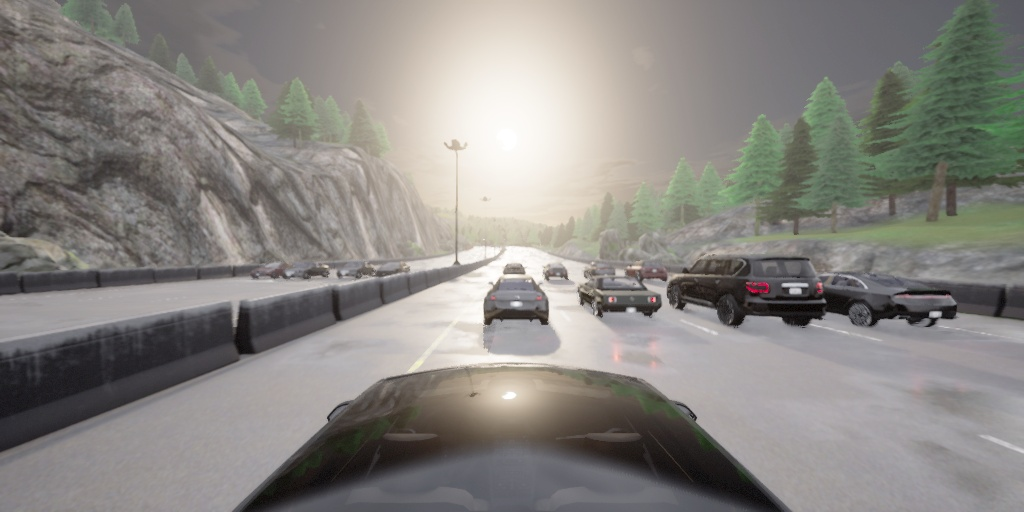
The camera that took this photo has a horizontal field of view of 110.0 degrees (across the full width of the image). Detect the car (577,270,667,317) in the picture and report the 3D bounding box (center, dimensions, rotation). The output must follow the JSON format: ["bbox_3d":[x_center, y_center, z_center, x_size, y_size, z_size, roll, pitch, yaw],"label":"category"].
[{"bbox_3d":[3.632,1.357,13.109,1.895,1.301,4.718,0,0,0],"label":"car"}]

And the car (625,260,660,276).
[{"bbox_3d":[10.682,1.119,28.964,2.097,1.767,4.553,0,0,0],"label":"car"}]

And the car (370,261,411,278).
[{"bbox_3d":[-10.428,1.221,31.758,1.882,1.535,5.008,0,0,1],"label":"car"}]

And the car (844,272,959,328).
[{"bbox_3d":[10.627,1.256,11.413,2.128,1.511,4.902,0,0,0],"label":"car"}]

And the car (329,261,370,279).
[{"bbox_3d":[-13.922,1.232,32.203,2.128,1.511,4.902,0,0,1],"label":"car"}]

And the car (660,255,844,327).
[{"bbox_3d":[7.128,0.981,11.691,2.150,2.045,5.566,0,0,0],"label":"car"}]

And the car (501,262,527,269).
[{"bbox_3d":[0.185,1.260,29.896,1.837,1.490,4.892,0,0,0],"label":"car"}]

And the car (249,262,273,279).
[{"bbox_3d":[-20.927,1.256,31.874,1.812,1.442,4.674,0,0,1],"label":"car"}]

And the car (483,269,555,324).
[{"bbox_3d":[0.129,1.316,12.037,1.994,1.385,4.181,0,0,0],"label":"car"}]

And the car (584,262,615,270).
[{"bbox_3d":[7.185,1.255,29.778,2.128,1.511,4.902,0,0,0],"label":"car"}]

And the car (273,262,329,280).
[{"bbox_3d":[-17.445,1.227,30.564,2.128,1.511,4.902,0,0,1],"label":"car"}]

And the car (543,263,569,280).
[{"bbox_3d":[3.689,1.285,30.928,1.812,1.442,4.674,0,0,0],"label":"car"}]
